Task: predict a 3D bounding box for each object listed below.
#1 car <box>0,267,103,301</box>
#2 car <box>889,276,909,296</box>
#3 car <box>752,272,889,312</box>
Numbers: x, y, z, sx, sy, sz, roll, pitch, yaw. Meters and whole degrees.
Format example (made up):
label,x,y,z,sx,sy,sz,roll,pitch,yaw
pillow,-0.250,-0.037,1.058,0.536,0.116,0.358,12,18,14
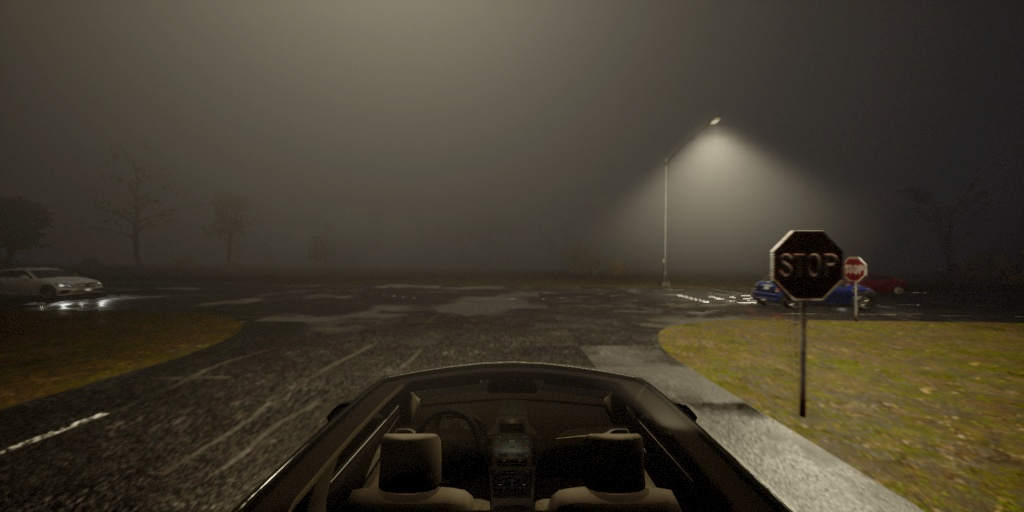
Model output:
label,x,y,z,sx,sy,sz,roll,pitch,yaw
car,-22.147,1.262,16.791,4.674,1.442,1.812,1,0,0
car,23.034,1.848,23.446,4.674,1.442,1.812,0,0,0
car,13.843,1.516,16.515,4.553,1.767,2.097,1,0,0
